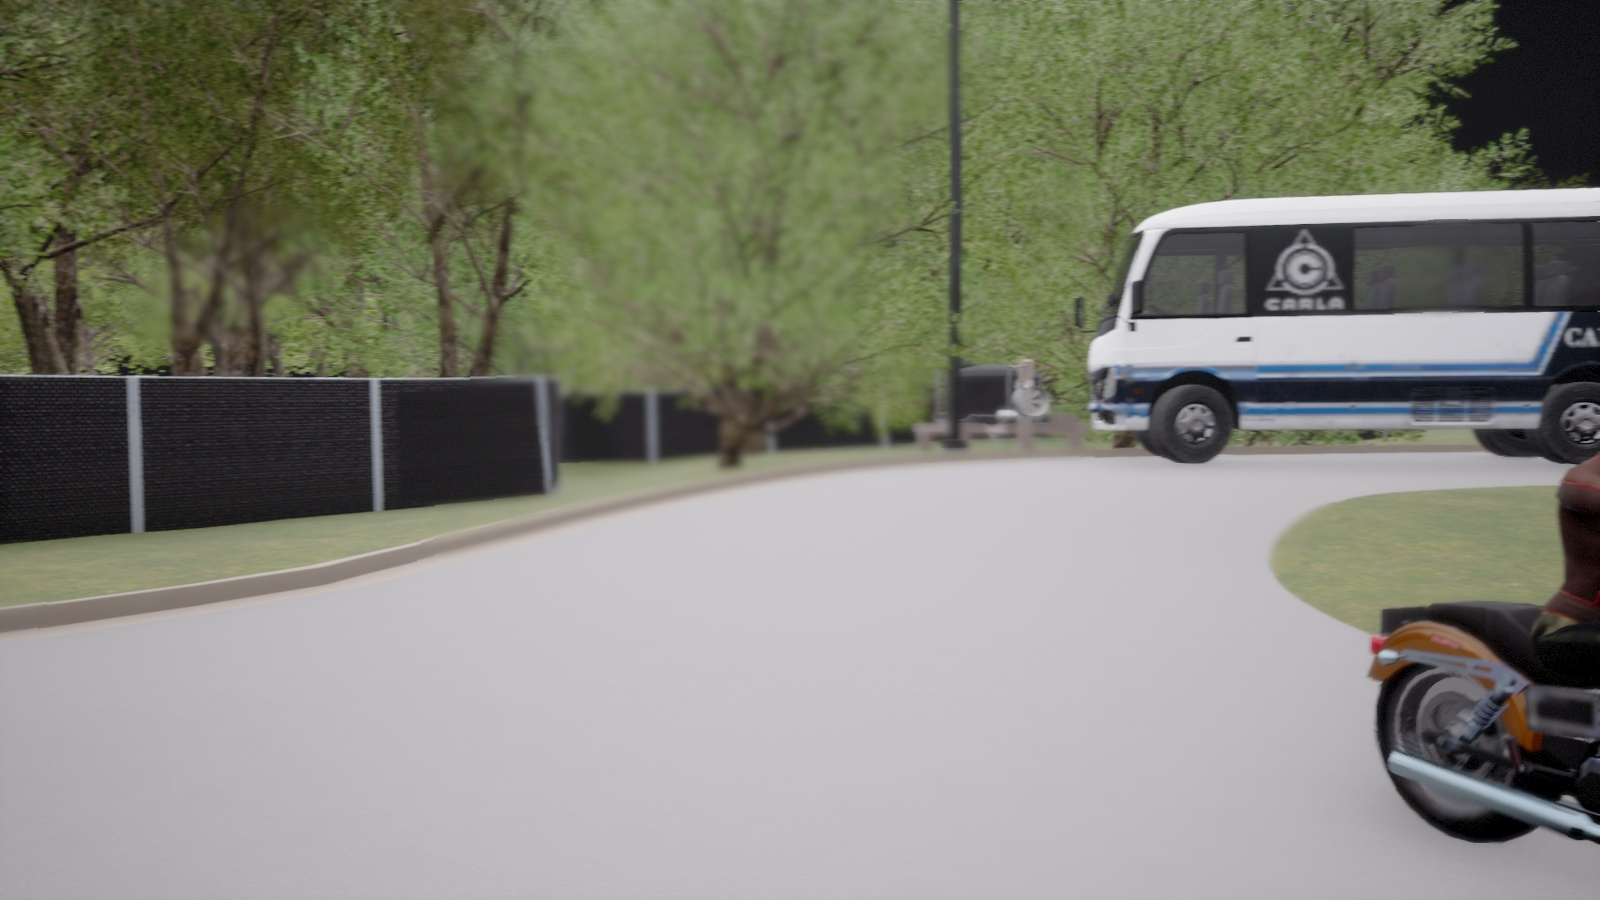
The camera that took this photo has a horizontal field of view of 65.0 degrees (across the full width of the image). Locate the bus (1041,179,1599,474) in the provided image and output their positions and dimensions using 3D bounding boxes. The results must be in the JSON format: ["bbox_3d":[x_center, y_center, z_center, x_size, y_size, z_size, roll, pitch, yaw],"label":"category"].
[{"bbox_3d":[9.234,-1.865,20.575,10.273,4.253,3.944,0,2,10],"label":"bus"}]

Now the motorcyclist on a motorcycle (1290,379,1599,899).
[{"bbox_3d":[2.626,0.626,3.674,0.766,1.649,2.350,0,2,-22],"label":"motorcyclist on a motorcycle"}]
